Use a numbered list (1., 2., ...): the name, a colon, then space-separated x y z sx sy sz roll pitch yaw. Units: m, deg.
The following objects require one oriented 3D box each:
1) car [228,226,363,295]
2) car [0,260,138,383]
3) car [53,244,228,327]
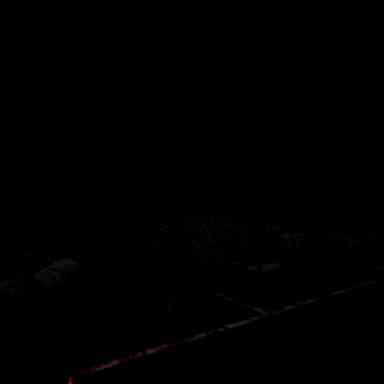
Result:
1. car: 2.811 1.578 8.656 4.206 1.307 1.802 0 0 -36
2. car: -2.923 1.493 1.282 4.902 1.511 2.128 0 0 -35
3. car: -1.631 1.581 5.485 4.206 1.307 1.802 0 0 -36
